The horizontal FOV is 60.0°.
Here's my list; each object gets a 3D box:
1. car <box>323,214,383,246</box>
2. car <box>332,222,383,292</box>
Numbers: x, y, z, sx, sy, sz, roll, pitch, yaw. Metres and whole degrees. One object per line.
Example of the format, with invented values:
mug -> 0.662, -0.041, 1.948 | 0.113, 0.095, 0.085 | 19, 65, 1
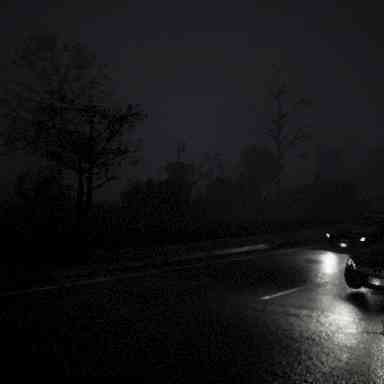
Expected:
car -> 7.930, 1.697, 14.623 | 5.357, 1.411, 2.033 | 1, 0, -40
car -> 5.675, 1.621, 8.363 | 4.674, 1.442, 1.812 | 1, 0, -38
